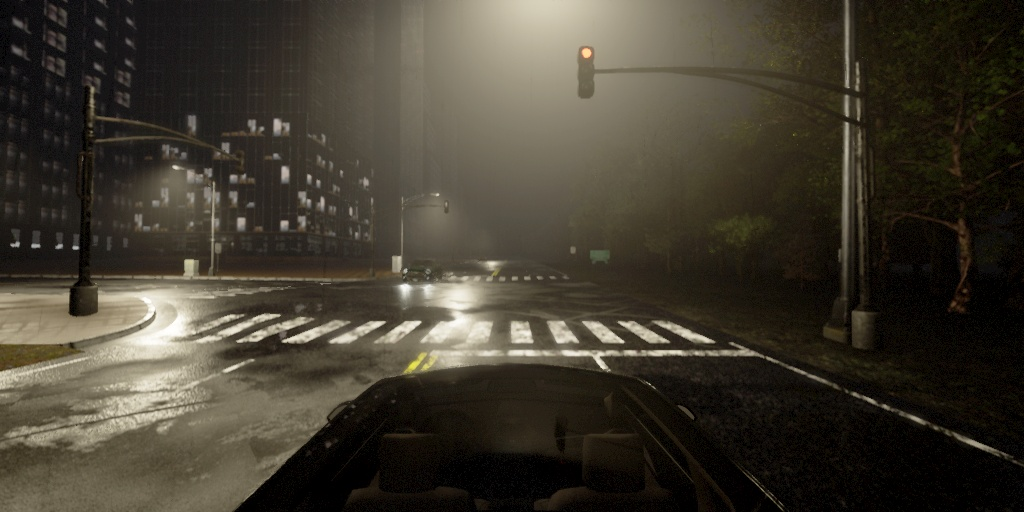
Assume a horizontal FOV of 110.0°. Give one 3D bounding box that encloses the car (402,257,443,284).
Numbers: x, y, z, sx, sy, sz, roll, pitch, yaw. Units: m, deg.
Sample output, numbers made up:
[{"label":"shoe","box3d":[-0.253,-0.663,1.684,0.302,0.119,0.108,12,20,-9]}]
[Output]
[{"label":"car","box3d":[-6.528,0.983,26.522,2.097,1.767,4.553,1,2,0]}]
